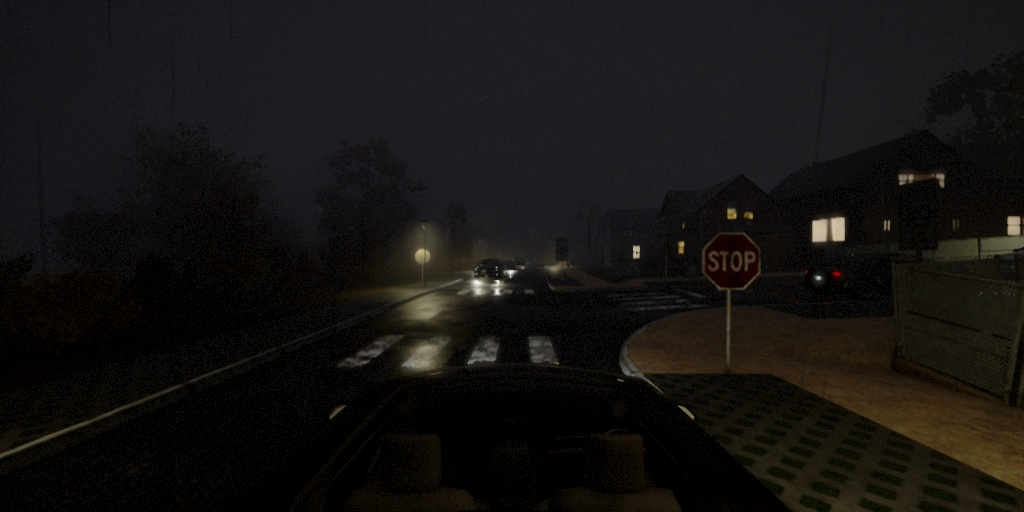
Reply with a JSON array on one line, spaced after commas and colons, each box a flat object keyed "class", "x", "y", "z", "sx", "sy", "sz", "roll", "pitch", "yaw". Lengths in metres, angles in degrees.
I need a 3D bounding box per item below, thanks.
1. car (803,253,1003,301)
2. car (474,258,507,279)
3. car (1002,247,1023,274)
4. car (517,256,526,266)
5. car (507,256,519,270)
[{"class": "car", "x": 11.913, "y": 0.577, "z": 11.422, "sx": 4.181, "sy": 1.385, "sz": 1.994, "roll": -3, "pitch": 0, "yaw": 5}, {"class": "car", "x": -1.877, "y": 0.989, "z": 30.457, "sx": 2.097, "sy": 1.767, "sz": 4.553, "roll": 0, "pitch": 0, "yaw": 4}, {"class": "car", "x": 20.771, "y": 0.062, "z": 13.469, "sx": 4.674, "sy": 1.442, "sz": 1.812, "roll": -3, "pitch": 0, "yaw": 5}, {"class": "car", "x": 1.218, "y": 0.843, "z": 61.658, "sx": 2.097, "sy": 1.767, "sz": 4.553, "roll": 0, "pitch": 0, "yaw": 8}, {"class": "car", "x": -0.603, "y": 1.095, "z": 46.198, "sx": 1.994, "sy": 1.385, "sz": 4.181, "roll": 0, "pitch": 0, "yaw": 6}]
